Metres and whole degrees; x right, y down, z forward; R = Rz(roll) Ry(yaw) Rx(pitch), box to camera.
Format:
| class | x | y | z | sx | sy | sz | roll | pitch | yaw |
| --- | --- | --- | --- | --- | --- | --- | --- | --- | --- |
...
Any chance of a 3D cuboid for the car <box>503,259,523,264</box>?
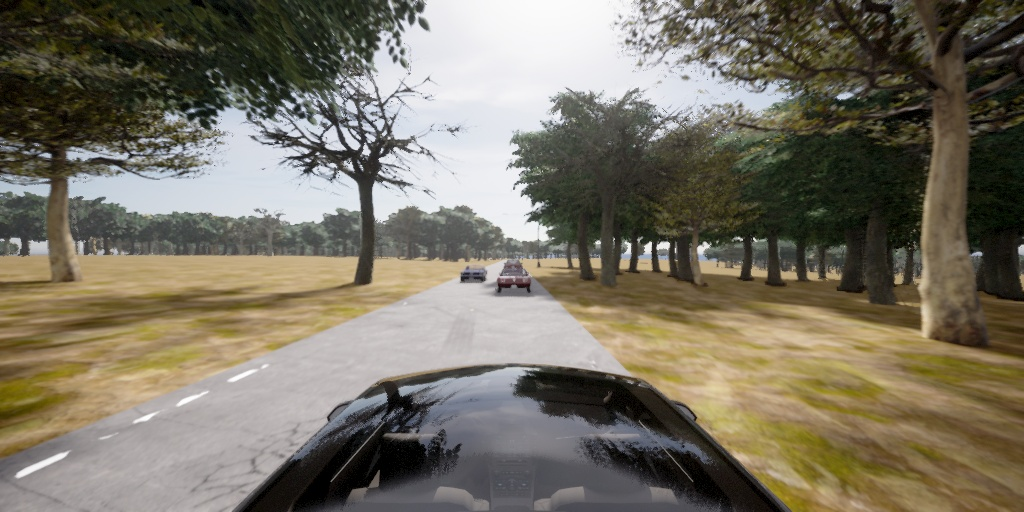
| class | x | y | z | sx | sy | sz | roll | pitch | yaw |
| --- | --- | --- | --- | --- | --- | --- | --- | --- | --- |
| car | 0.124 | 1.125 | 39.277 | 2.097 | 1.767 | 4.553 | 0 | 0 | 0 |

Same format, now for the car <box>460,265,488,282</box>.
| class | x | y | z | sx | sy | sz | roll | pitch | yaw |
| --- | --- | --- | --- | --- | --- | --- | --- | --- | --- |
| car | -2.997 | 1.362 | 28.855 | 1.895 | 1.301 | 4.718 | 0 | 0 | 0 |

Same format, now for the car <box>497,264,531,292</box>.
| class | x | y | z | sx | sy | sz | roll | pitch | yaw |
| --- | --- | --- | --- | --- | --- | --- | --- | --- | --- |
| car | 0.113 | 1.355 | 21.450 | 1.895 | 1.301 | 4.718 | 0 | 0 | 0 |
